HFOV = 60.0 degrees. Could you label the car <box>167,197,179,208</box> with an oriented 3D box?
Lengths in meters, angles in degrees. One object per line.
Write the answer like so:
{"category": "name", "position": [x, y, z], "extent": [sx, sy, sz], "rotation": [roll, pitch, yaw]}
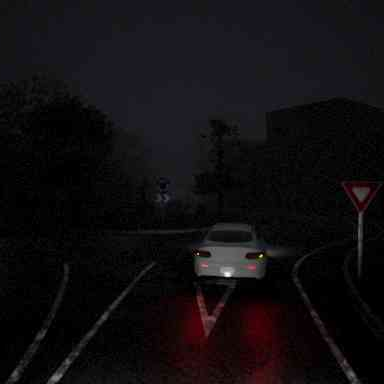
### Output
{"category": "car", "position": [-2.778, 1.569, 50.729], "extent": [1.882, 1.535, 5.008], "rotation": [0, 0, -9]}

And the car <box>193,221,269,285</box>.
{"category": "car", "position": [1.217, 1.571, 9.606], "extent": [1.812, 1.442, 4.674], "rotation": [0, 0, 11]}
